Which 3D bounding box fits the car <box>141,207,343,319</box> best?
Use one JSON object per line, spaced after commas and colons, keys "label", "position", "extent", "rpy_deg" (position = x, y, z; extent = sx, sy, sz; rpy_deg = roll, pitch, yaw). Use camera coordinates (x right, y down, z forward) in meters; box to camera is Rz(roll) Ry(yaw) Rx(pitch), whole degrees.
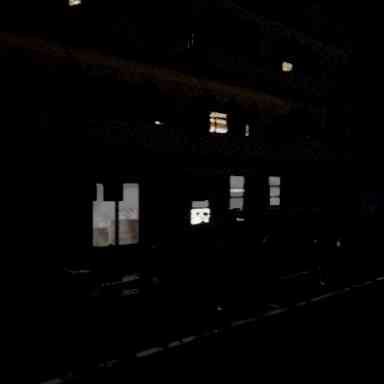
{"label": "car", "position": [1.384, 1.306, 7.548], "extent": [5.009, 1.841, 2.192], "rpy_deg": [0, 0, -35]}

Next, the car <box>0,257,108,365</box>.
{"label": "car", "position": [-3.214, 1.582, 4.268], "extent": [4.206, 1.307, 1.802], "rpy_deg": [0, 0, -35]}
